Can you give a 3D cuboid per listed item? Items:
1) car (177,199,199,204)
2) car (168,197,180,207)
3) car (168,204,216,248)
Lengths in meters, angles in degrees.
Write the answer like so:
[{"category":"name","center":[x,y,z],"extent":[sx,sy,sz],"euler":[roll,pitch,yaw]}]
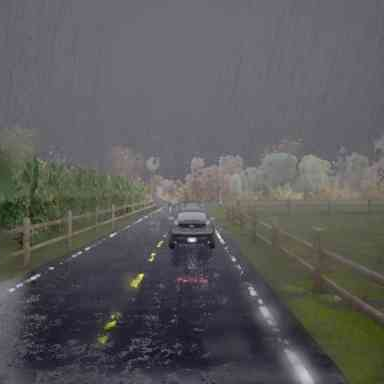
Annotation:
[{"category":"car","center":[0.000,1.569,29.651],"extent":[1.994,1.385,4.181],"euler":[0,0,0]},{"category":"car","center":[-2.750,1.516,52.651],"extent":[2.128,1.511,4.902],"euler":[0,0,0]},{"category":"car","center":[0.000,1.514,14.651],"extent":[1.837,1.490,4.892],"euler":[0,0,0]}]
